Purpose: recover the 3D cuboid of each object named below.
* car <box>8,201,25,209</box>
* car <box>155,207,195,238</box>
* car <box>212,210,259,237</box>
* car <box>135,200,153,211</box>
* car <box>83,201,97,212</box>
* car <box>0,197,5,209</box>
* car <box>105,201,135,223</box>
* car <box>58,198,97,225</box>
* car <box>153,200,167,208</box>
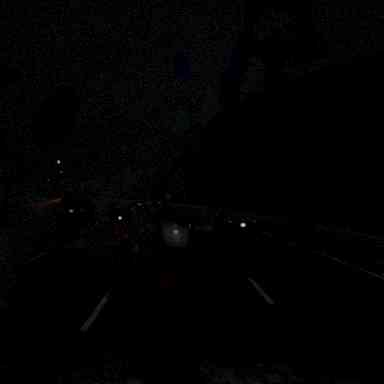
[{"bbox_3d":[-27.645,2.200,52.678,2.033,1.411,5.357,0,0,-20],"label":"car"},{"bbox_3d":[-1.021,1.756,18.679,1.895,1.301,4.718,0,0,-7],"label":"car"},{"bbox_3d":[2.401,1.694,19.198,1.994,1.385,4.181,0,0,-7],"label":"car"},{"bbox_3d":[-7.538,1.937,48.553,2.128,1.511,4.902,0,0,-18],"label":"car"},{"bbox_3d":[-15.126,2.042,49.277,1.812,1.442,4.674,0,0,-19],"label":"car"},{"bbox_3d":[-33.267,1.965,57.705,2.150,2.045,5.566,0,0,-21],"label":"car"},{"bbox_3d":[-6.038,1.780,28.283,1.837,1.490,4.892,0,0,-10],"label":"car"},{"bbox_3d":[-9.307,1.515,26.957,2.150,2.045,5.566,0,0,-10],"label":"car"},{"bbox_3d":[-5.256,1.952,52.962,2.128,1.511,4.902,0,0,-19],"label":"car"}]
